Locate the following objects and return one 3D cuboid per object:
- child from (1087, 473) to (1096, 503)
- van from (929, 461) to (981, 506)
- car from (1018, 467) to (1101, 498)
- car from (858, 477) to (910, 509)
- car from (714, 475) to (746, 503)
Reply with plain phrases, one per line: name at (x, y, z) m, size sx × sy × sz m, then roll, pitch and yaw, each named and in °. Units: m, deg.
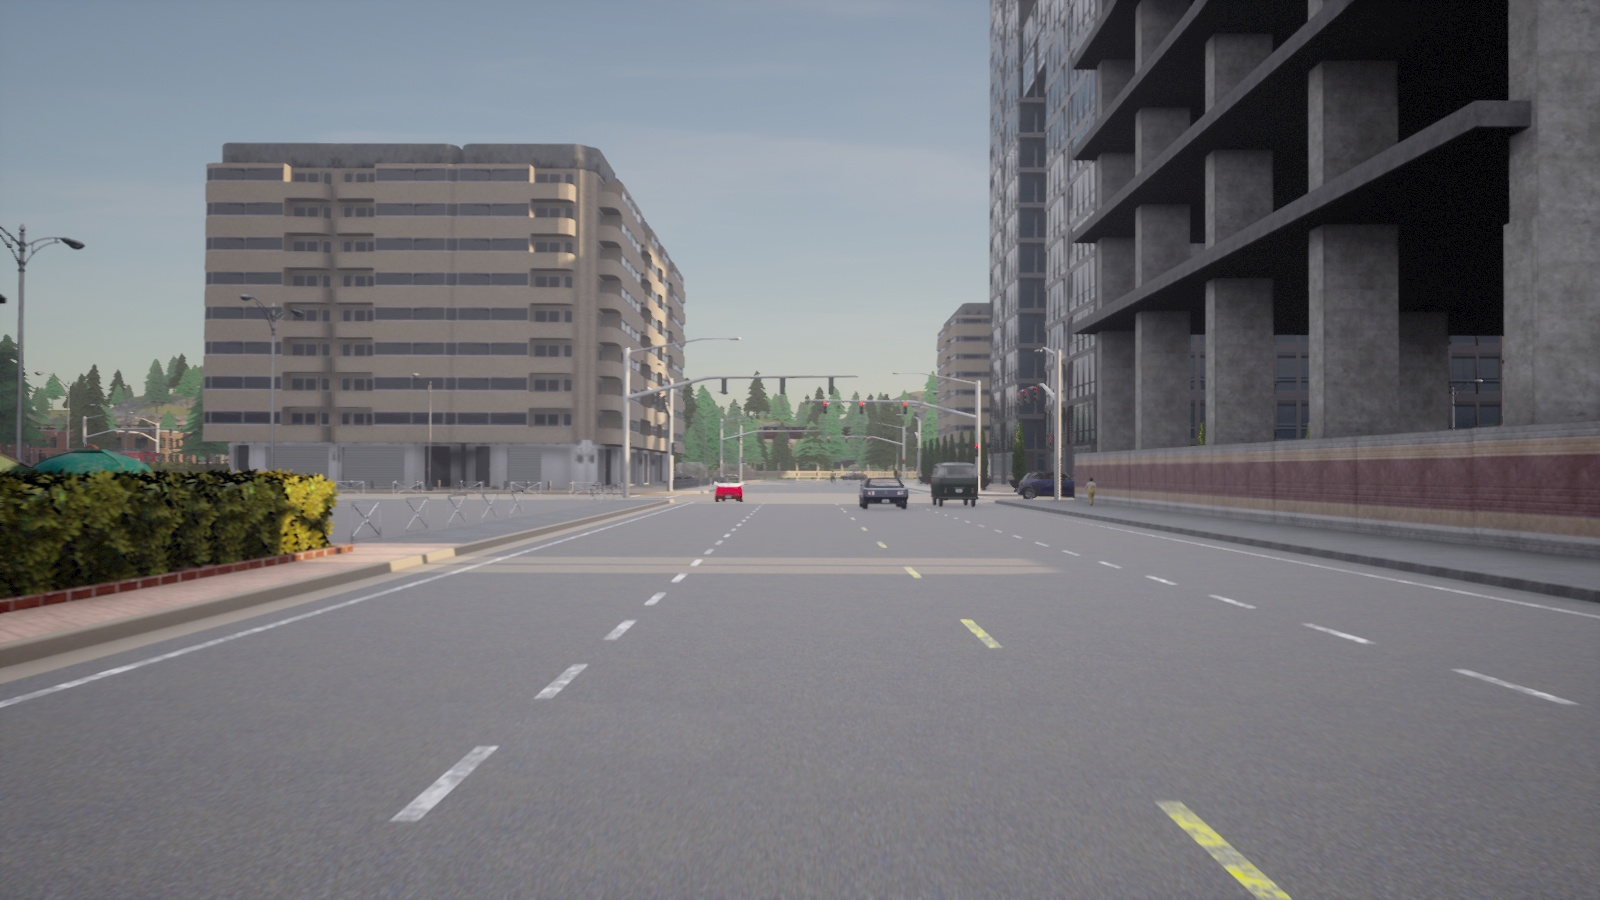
child at (12.325, 1.598, 53.054) m, size 0.270 × 1.263 × 0.437 m, roll 0°, pitch -1°, yaw 3°
van at (7.028, 1.501, 57.314) m, size 1.775 × 1.987 × 4.442 m, roll 0°, pitch -1°, yaw 0°
car at (15.057, 1.898, 73.079) m, size 4.553 × 1.767 × 2.097 m, roll 0°, pitch -1°, yaw 5°
car at (3.527, 1.793, 53.198) m, size 1.895 × 1.301 × 4.718 m, roll 0°, pitch -1°, yaw 0°
car at (-3.476, 1.933, 62.788) m, size 1.481 × 1.376 × 2.207 m, roll 0°, pitch -1°, yaw 0°
